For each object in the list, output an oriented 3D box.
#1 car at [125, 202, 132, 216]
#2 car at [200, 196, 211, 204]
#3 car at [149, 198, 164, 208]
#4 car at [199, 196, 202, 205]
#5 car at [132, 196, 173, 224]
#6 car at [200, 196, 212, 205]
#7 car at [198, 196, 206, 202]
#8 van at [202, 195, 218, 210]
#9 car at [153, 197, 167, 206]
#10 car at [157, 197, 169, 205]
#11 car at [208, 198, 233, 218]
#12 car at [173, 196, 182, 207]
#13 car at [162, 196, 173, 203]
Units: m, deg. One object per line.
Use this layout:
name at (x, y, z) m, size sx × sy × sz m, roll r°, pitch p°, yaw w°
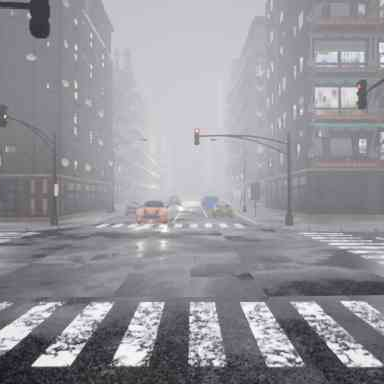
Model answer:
car at (-5.427, 1.571, 32.662) m, size 2.008 × 1.369 × 4.403 m, roll 1°, pitch 0°, yaw 0°
car at (2.591, 1.616, 66.661) m, size 2.008 × 1.369 × 4.403 m, roll 1°, pitch 0°, yaw 0°
car at (-5.293, 1.623, 49.635) m, size 1.802 × 1.307 × 4.206 m, roll 1°, pitch 0°, yaw 0°
car at (2.590, 1.356, 49.692) m, size 2.192 × 1.841 × 5.009 m, roll 1°, pitch 0°, yaw 0°
car at (-2.743, 1.361, 24.390) m, size 2.097 × 1.767 × 4.553 m, roll 0°, pitch 0°, yaw 0°
car at (2.591, 1.497, 61.004) m, size 1.967 × 1.590 × 4.097 m, roll 1°, pitch 0°, yaw 0°
car at (2.595, 1.642, 83.628) m, size 1.887 × 1.381 × 4.507 m, roll 1°, pitch 0°, yaw 0°
van at (2.621, 1.374, 44.038) m, size 1.690 × 1.788 × 3.998 m, roll 1°, pitch 0°, yaw 0°
car at (-5.292, 1.574, 55.123) m, size 1.752 × 1.417 × 4.829 m, roll 1°, pitch 0°, yaw 0°
car at (-5.291, 1.638, 60.951) m, size 1.802 × 1.307 × 4.206 m, roll 1°, pitch 0°, yaw 0°
car at (2.712, 1.543, 30.205) m, size 1.752 × 1.417 × 4.829 m, roll 1°, pitch 0°, yaw 0°
car at (-2.736, 1.364, 52.081) m, size 2.097 × 1.767 × 4.553 m, roll 0°, pitch 0°, yaw 0°
car at (-5.288, 1.626, 72.267) m, size 2.008 × 1.369 × 4.403 m, roll 1°, pitch 0°, yaw 0°
